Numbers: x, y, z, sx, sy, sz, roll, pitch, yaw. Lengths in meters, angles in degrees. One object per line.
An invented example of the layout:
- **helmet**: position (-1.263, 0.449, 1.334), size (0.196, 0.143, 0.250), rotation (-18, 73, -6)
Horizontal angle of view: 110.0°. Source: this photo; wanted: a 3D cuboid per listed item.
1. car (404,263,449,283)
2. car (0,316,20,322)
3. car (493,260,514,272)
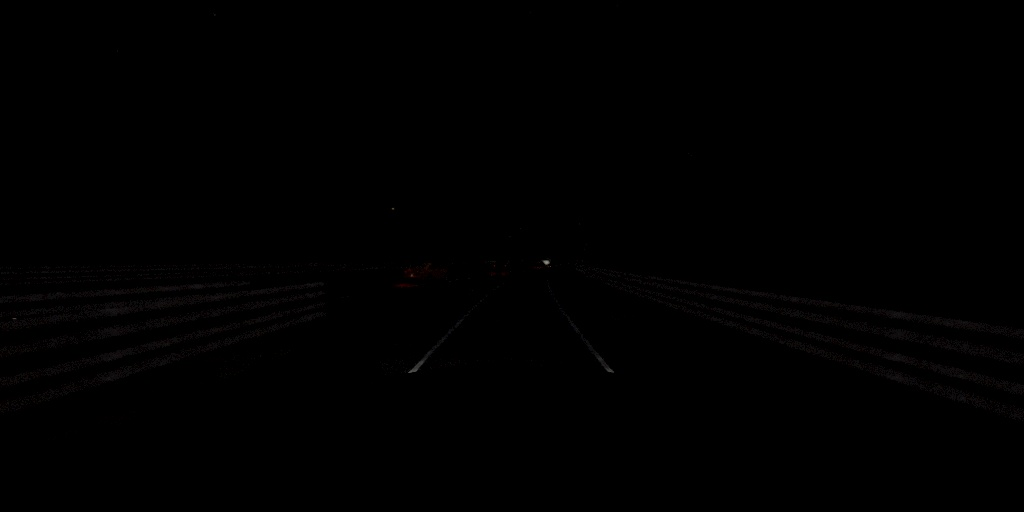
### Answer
- **car**: position (-6.838, 1.319, 29.101), size (1.882, 1.535, 5.008), rotation (0, -1, 14)
- **car**: position (-12.664, 1.108, 6.276), size (2.128, 1.511, 4.902), rotation (0, 0, 14)
- **car**: position (-1.155, 1.388, 51.363), size (2.097, 1.767, 4.553), rotation (0, 0, 14)
